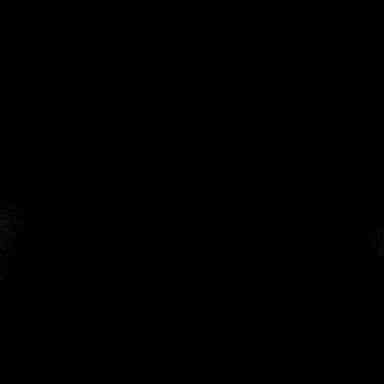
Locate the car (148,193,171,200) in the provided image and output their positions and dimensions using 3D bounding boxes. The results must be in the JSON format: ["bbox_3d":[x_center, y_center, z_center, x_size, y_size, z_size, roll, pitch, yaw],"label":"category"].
[{"bbox_3d":[-6.225,0.886,64.199,1.947,1.339,4.313,0,0,35],"label":"car"}]

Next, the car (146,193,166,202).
[{"bbox_3d":[-6.860,0.875,52.932,1.837,1.490,4.892,0,1,35],"label":"car"}]

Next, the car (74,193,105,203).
[{"bbox_3d":[-15.829,0.805,50.269,1.967,1.590,4.097,1,0,35],"label":"car"}]

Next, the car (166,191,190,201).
[{"bbox_3d":[-2.412,0.914,54.711,1.887,1.381,4.507,0,0,35],"label":"car"}]

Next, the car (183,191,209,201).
[{"bbox_3d":[0.791,0.670,59.352,2.192,1.841,5.009,0,0,35],"label":"car"}]

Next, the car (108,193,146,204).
[{"bbox_3d":[-8.814,0.966,45.426,1.947,1.339,4.313,0,0,35],"label":"car"}]

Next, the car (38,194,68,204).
[{"bbox_3d":[-19.031,0.966,45.628,1.802,1.307,4.206,1,0,35],"label":"car"}]

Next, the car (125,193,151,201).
[{"bbox_3d":[-9.523,0.860,59.415,1.752,1.417,4.829,0,0,35],"label":"car"}]

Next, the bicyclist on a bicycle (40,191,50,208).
[{"bbox_3d":[-14.254,0.762,32.314,1.656,1.620,0.582,0,0,35],"label":"bicyclist on a bicycle"}]

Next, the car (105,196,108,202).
[{"bbox_3d":[-12.628,0.931,54.913,1.802,1.307,4.206,0,0,35],"label":"car"}]
